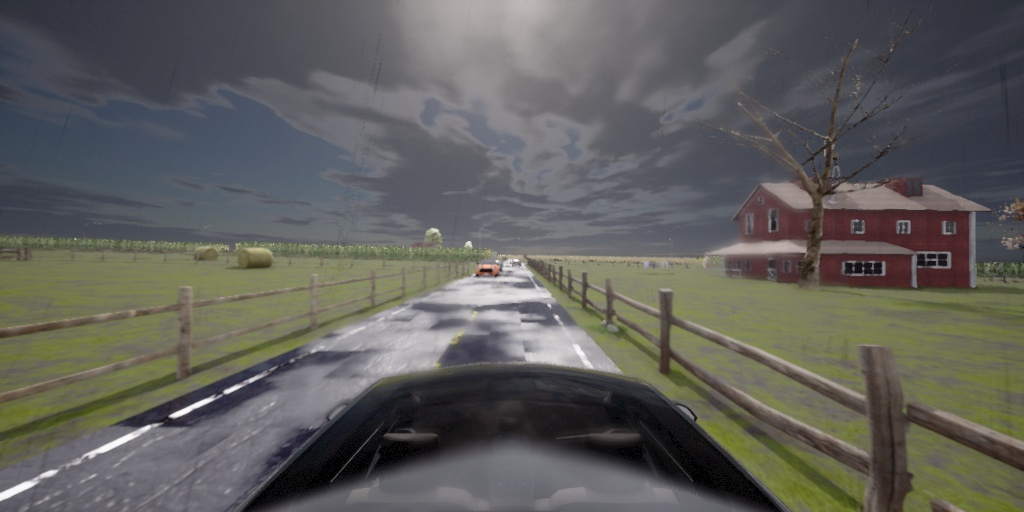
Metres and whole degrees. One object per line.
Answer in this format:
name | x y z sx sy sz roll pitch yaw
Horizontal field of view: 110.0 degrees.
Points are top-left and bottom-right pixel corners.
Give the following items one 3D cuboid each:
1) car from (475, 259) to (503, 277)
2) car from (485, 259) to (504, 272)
car | -2.336 1.080 35.136 2.097 1.767 4.553 1 0 1
car | -2.184 1.235 46.903 2.128 1.511 4.902 1 0 1
